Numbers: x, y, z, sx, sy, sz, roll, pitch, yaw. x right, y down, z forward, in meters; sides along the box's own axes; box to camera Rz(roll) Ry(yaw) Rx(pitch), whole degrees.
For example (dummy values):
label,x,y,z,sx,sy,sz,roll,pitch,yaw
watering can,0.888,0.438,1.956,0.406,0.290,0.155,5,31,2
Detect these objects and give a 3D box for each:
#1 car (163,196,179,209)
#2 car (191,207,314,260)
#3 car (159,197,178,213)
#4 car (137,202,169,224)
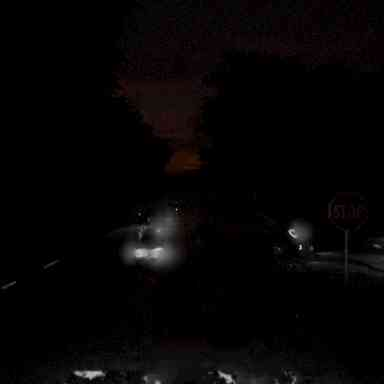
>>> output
label,x,y,z,sx,sy,sz,roll,pitch,yaw
car,-3.181,1.596,50.632,2.097,1.767,4.553,0,0,0
car,2.289,1.422,12.943,4.553,1.767,2.097,0,0,32
car,-3.177,1.707,39.463,2.128,1.511,4.902,0,0,0
car,-3.143,1.755,26.620,1.895,1.301,4.718,1,-1,0
